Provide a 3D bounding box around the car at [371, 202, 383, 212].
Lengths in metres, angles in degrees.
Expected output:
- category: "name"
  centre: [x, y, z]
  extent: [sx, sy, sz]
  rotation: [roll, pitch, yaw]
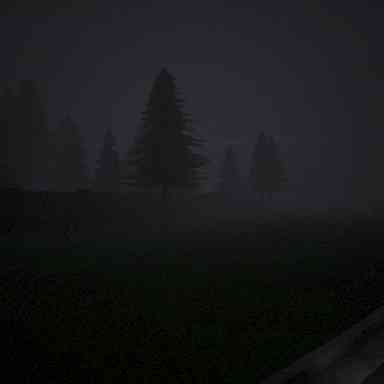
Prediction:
- category: "car"
  centre: [28.030, 2.234, 49.640]
  extent: [1.812, 1.442, 4.674]
  rotation: [0, -1, 23]
